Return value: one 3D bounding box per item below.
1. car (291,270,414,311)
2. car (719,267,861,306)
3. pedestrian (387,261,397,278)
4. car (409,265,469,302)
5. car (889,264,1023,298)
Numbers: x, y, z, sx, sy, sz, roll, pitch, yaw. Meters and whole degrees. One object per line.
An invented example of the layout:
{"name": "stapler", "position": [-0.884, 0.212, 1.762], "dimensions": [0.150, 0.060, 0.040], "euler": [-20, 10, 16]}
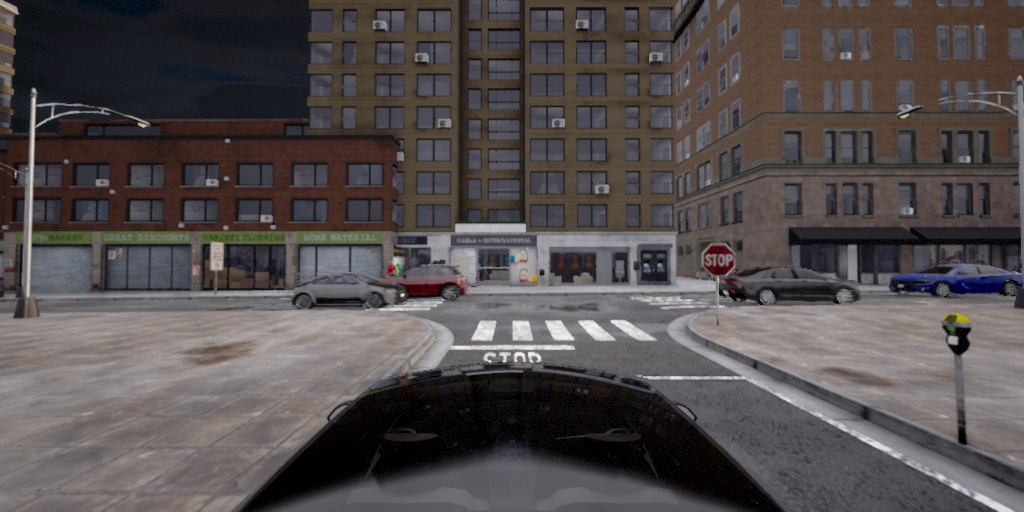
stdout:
{"name": "car", "position": [-6.383, 1.406, 14.321], "dimensions": [4.181, 1.385, 1.994], "euler": [-1, -1, 0]}
{"name": "car", "position": [10.895, 1.182, 14.231], "dimensions": [4.892, 1.490, 1.837], "euler": [-1, -1, 0]}
{"name": "pedestrian", "position": [-6.804, 1.129, 20.192], "dimensions": [0.375, 1.860, 0.375], "euler": [0, -1, 0]}
{"name": "car", "position": [-4.404, 1.245, 17.265], "dimensions": [4.553, 1.767, 2.097], "euler": [-1, -1, 0]}
{"name": "car", "position": [21.090, 1.141, 17.134], "dimensions": [5.008, 1.535, 1.882], "euler": [0, -1, 0]}
